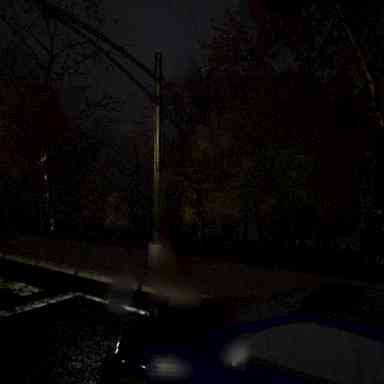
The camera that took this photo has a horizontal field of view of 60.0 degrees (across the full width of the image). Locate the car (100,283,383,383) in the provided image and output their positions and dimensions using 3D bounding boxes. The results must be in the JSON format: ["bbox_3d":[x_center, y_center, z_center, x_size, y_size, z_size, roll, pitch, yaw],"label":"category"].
[{"bbox_3d":[1.127,1.564,2.879,4.181,1.385,1.994,0,0,35],"label":"car"}]
